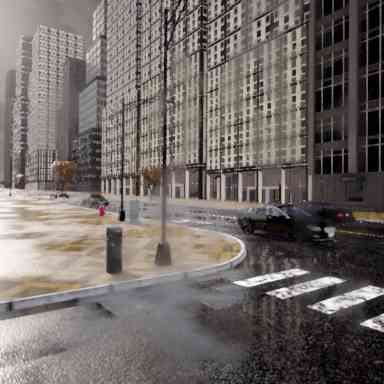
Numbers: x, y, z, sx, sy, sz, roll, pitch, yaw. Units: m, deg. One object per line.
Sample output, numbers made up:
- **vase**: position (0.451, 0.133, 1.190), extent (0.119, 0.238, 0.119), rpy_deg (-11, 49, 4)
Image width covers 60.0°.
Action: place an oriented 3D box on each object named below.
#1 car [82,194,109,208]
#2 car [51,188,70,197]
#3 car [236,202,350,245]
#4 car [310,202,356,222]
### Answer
- **car**: position (-10.668, 0.917, 36.467), extent (1.812, 1.442, 4.674), rpy_deg (1, 1, -35)
- **car**: position (-19.658, 0.145, 49.577), extent (2.097, 1.767, 4.553), rpy_deg (1, 1, -35)
- **car**: position (4.130, 1.334, 15.172), extent (2.128, 1.511, 4.902), rpy_deg (1, 2, -35)
- **car**: position (7.739, 1.371, 21.688), extent (2.033, 1.411, 5.357), rpy_deg (1, 0, -35)
